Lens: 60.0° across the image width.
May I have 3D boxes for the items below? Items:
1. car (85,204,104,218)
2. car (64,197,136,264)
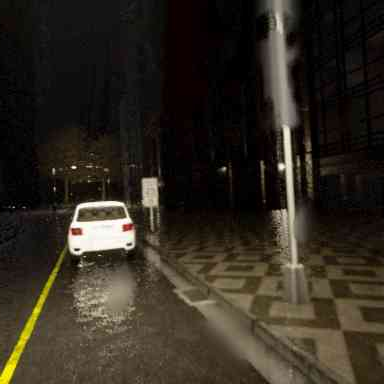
[{"bbox_3d":[-11.271,2.140,38.358,1.994,1.385,4.181,-3,0,-17],"label":"car"},{"bbox_3d":[-3.557,1.402,13.110,2.150,2.045,5.566,-3,0,-16],"label":"car"}]
